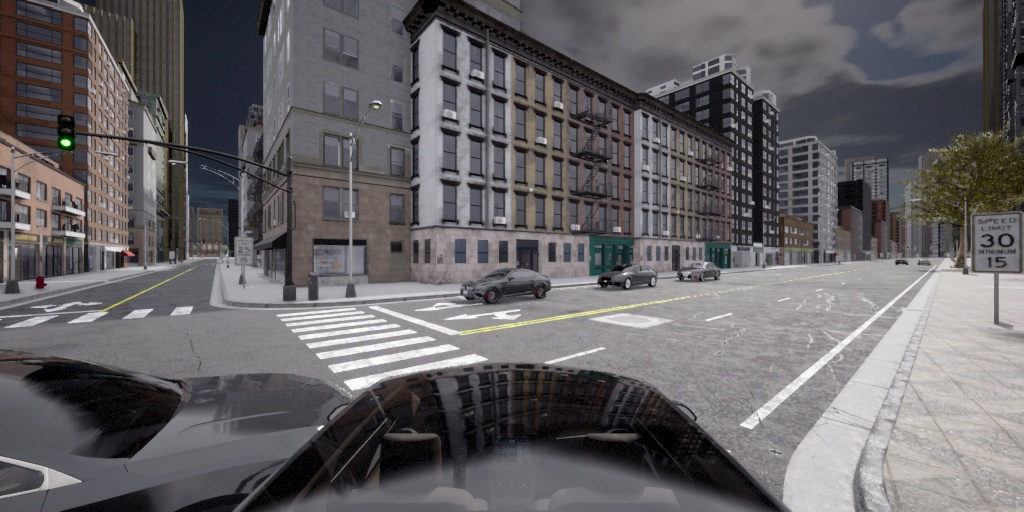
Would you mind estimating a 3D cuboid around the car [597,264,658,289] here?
[{"bbox_3d":[7.464,1.256,22.946,4.892,1.490,1.837,0,0,-39],"label":"car"}]

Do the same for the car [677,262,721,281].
[{"bbox_3d":[15.420,1.234,29.482,4.902,1.511,2.128,0,0,-39],"label":"car"}]

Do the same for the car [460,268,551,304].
[{"bbox_3d":[-0.176,1.285,16.658,4.674,1.442,1.812,0,0,-39],"label":"car"}]

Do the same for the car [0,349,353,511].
[{"bbox_3d":[-3.237,1.257,1.661,4.892,1.490,1.837,0,0,-35],"label":"car"}]
